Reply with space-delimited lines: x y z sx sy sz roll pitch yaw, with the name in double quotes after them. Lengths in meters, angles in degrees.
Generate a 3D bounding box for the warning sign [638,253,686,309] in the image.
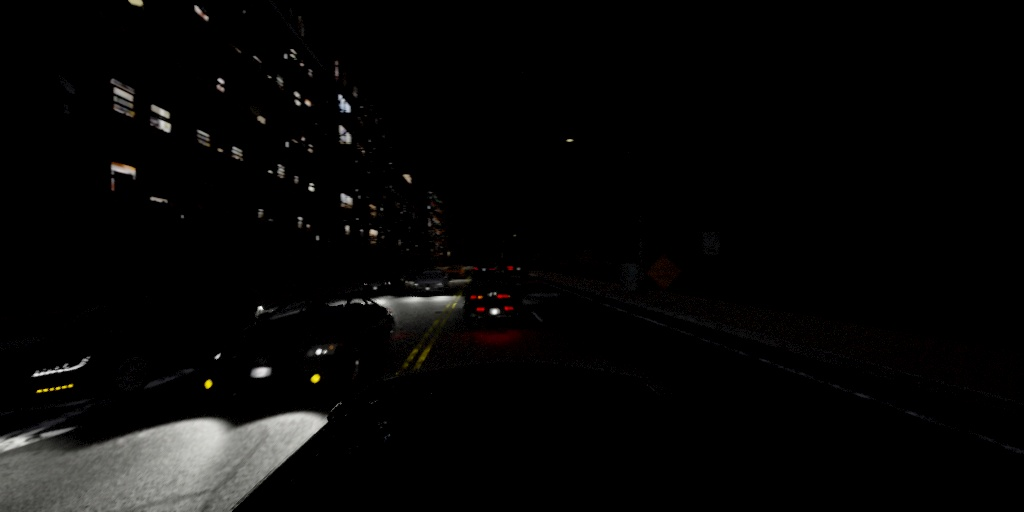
5.339 0.835 12.506 1.300 1.860 1.060 0 0 -5 "warning sign"

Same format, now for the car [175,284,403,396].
-3.680 1.465 7.000 1.994 1.385 4.181 -1 -1 -5 "car"

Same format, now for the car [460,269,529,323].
-0.720 1.388 12.830 1.837 1.490 4.892 -1 -1 -5 "car"

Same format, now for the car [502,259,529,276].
0.436 1.318 36.270 2.150 2.045 5.566 -1 0 -4 "car"

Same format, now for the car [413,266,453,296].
-5.057 1.629 22.920 1.812 1.442 4.674 -1 -1 -5 "car"

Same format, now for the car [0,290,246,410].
-6.941 1.490 6.976 1.837 1.490 4.892 -1 0 -5 "car"

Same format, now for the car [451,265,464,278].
-6.566 1.854 41.441 1.882 1.535 5.008 -1 -1 -5 "car"

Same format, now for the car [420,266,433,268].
-9.804 1.899 41.160 1.882 1.535 5.008 -1 -1 -5 "car"

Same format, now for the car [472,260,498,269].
-2.876 1.414 36.973 2.150 2.045 5.566 -1 0 -4 "car"

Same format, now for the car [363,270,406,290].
-8.402 1.694 23.897 2.128 1.511 4.902 -1 -1 -5 "car"

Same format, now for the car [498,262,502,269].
-0.734 1.756 49.797 2.128 1.511 4.902 -1 0 -4 "car"
